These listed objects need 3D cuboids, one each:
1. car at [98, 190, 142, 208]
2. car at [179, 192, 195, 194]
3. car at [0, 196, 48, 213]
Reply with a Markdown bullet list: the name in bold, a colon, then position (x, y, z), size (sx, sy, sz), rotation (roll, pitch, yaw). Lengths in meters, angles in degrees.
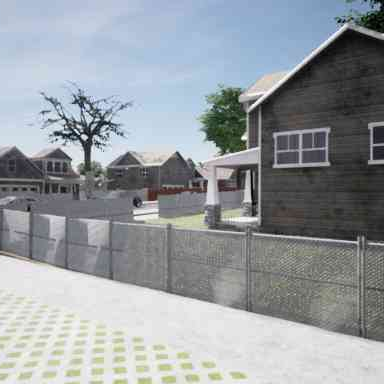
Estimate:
- **car**: position (-6.843, 0.666, 31.149), size (2.097, 1.767, 4.553), rotation (0, 2, 35)
- **car**: position (-0.778, 0.627, 39.739), size (1.895, 1.301, 4.718), rotation (0, 2, 35)
- **car**: position (-12.429, 1.072, 23.236), size (2.128, 1.511, 4.902), rotation (0, 2, 35)
